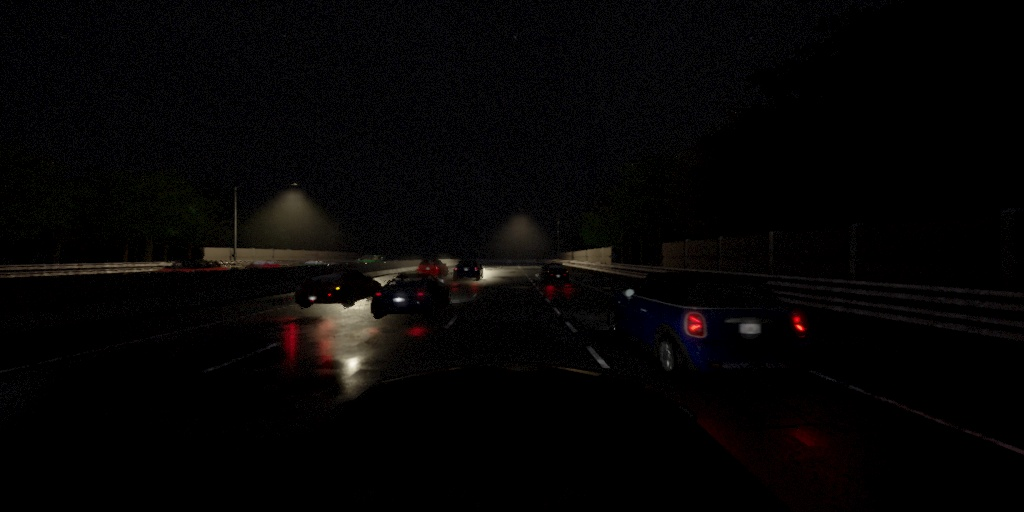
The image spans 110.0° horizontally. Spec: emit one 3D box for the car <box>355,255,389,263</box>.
[{"bbox_3d":[-17.924,0.920,45.273,2.150,2.045,5.566,0,0,0],"label":"car"}]

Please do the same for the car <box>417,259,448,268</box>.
[{"bbox_3d":[-7.136,1.084,32.453,2.097,1.767,4.553,0,0,0],"label":"car"}]

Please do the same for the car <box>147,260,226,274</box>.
[{"bbox_3d":[-21.275,1.093,23.583,2.097,1.767,4.553,0,0,0],"label":"car"}]

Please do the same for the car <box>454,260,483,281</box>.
[{"bbox_3d":[-3.621,1.091,30.263,2.097,1.767,4.553,0,0,0],"label":"car"}]

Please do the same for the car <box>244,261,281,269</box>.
[{"bbox_3d":[-28.393,1.259,40.858,1.994,1.385,4.181,0,0,0],"label":"car"}]

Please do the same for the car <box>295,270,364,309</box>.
[{"bbox_3d":[-7.028,1.283,14.892,1.812,1.442,4.674,0,0,-1],"label":"car"}]

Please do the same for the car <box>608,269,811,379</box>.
[{"bbox_3d":[3.536,1.112,7.464,2.097,1.767,4.553,0,0,0],"label":"car"}]

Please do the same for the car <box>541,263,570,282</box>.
[{"bbox_3d":[3.391,1.273,28.557,1.812,1.442,4.674,0,0,0],"label":"car"}]

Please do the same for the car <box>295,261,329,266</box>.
[{"bbox_3d":[-24.920,1.295,44.751,1.895,1.301,4.718,0,0,0],"label":"car"}]

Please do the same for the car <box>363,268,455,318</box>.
[{"bbox_3d":[-3.502,1.325,13.053,1.994,1.385,4.181,0,0,0],"label":"car"}]
